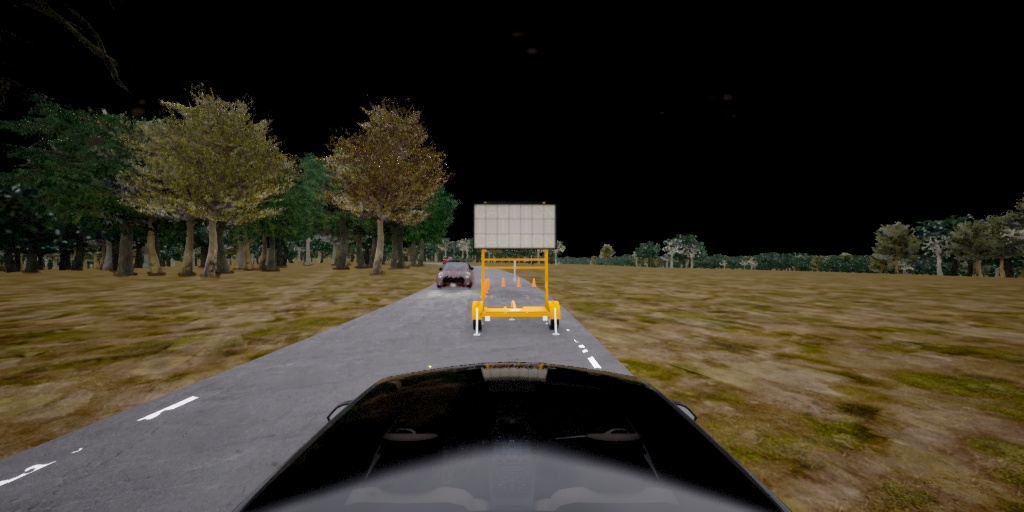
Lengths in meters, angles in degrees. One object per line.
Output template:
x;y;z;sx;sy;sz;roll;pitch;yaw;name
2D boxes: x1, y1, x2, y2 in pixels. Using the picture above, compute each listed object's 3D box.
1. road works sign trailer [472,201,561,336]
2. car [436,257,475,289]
0.077;0.214;10.436;2.380;3.560;2.880;0;0;-2;road works sign trailer
-3.486;1.100;22.818;2.097;1.767;4.553;0;0;-3;car
